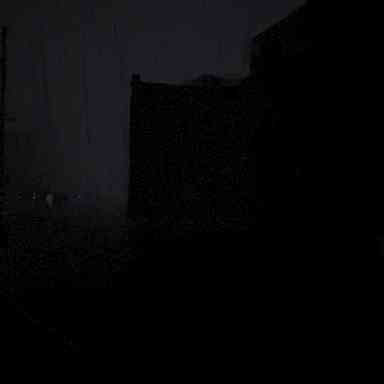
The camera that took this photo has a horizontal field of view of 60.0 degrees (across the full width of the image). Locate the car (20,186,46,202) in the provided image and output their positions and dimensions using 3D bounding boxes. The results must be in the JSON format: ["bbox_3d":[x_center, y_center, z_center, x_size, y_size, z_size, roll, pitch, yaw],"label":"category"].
[{"bbox_3d":[-21.707,0.224,46.203,2.150,2.045,5.566,2,1,-3],"label":"car"}]

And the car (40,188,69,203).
[{"bbox_3d":[-18.025,0.649,44.758,2.128,1.511,4.902,2,0,-2],"label":"car"}]

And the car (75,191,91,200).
[{"bbox_3d":[-18.670,0.583,57.010,1.812,1.442,4.674,2,0,-3],"label":"car"}]
